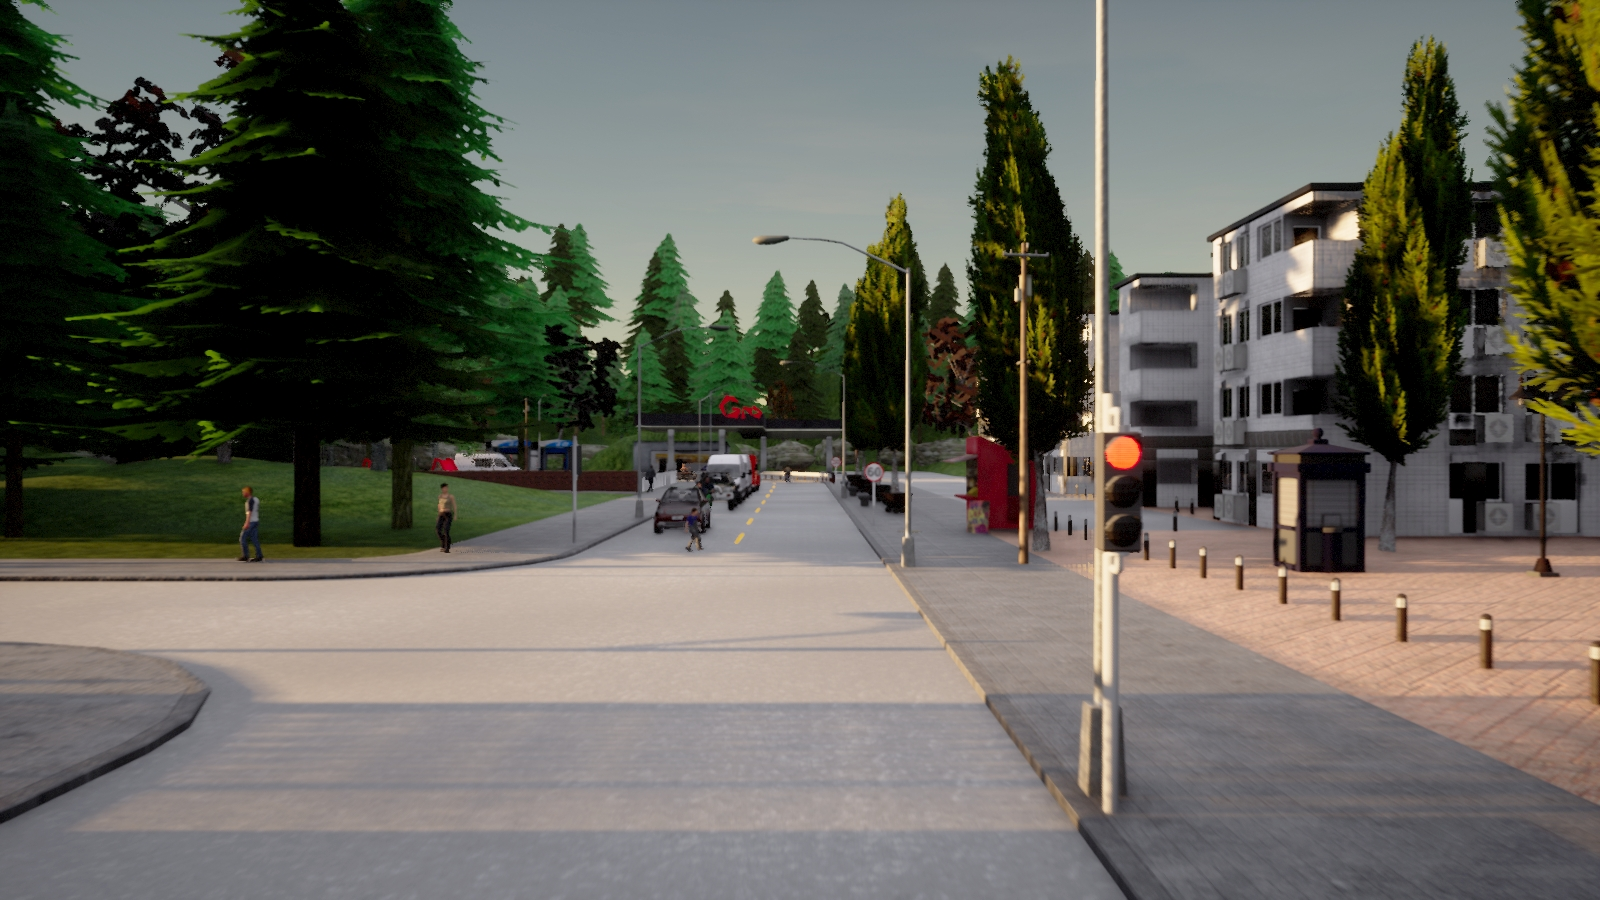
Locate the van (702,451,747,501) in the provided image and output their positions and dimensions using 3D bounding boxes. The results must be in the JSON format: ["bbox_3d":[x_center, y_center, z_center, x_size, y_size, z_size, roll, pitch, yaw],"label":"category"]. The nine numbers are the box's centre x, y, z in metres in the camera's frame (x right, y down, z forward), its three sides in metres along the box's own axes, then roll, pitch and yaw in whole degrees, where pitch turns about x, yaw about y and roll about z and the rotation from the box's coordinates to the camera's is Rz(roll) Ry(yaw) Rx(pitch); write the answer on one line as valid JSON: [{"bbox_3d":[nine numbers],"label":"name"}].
[{"bbox_3d":[-3.999,1.315,61.249,1.988,2.561,5.915,0,0,0],"label":"van"}]

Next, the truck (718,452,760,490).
[{"bbox_3d":[-4.023,1.348,76.347,2.627,2.467,5.204,0,0,-1],"label":"truck"}]

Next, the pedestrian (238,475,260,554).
[{"bbox_3d":[-13.139,1.524,27.255,0.375,1.860,0.375,0,0,-8],"label":"pedestrian"}]

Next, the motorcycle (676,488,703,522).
[{"bbox_3d":[-4.023,1.993,41.694,0.803,1.145,2.033,0,0,0],"label":"motorcycle"}]

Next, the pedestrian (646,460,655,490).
[{"bbox_3d":[-9.310,1.525,71.173,0.375,1.860,0.375,0,0,19],"label":"pedestrian"}]

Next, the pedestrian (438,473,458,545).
[{"bbox_3d":[-9.147,1.526,29.720,0.375,1.860,0.375,0,0,9],"label":"pedestrian"}]

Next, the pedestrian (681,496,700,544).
[{"bbox_3d":[-2.990,1.909,31.277,0.375,1.300,0.375,0,0,26],"label":"pedestrian"}]

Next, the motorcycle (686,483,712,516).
[{"bbox_3d":[-3.994,1.962,45.349,0.856,1.236,1.805,0,0,0],"label":"motorcycle"}]

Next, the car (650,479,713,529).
[{"bbox_3d":[-4.005,1.806,39.191,1.789,1.549,3.705,0,0,0],"label":"car"}]

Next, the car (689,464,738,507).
[{"bbox_3d":[-4.053,1.644,54.182,1.932,1.855,4.605,0,0,0],"label":"car"}]
